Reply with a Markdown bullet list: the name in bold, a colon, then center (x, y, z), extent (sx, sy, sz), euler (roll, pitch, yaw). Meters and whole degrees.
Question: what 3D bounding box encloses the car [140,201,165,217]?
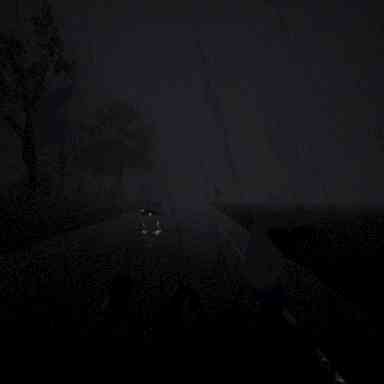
- **car**: center (-3.584, 1.530, 31.206), extent (2.033, 1.411, 5.357), euler (0, 0, 0)
